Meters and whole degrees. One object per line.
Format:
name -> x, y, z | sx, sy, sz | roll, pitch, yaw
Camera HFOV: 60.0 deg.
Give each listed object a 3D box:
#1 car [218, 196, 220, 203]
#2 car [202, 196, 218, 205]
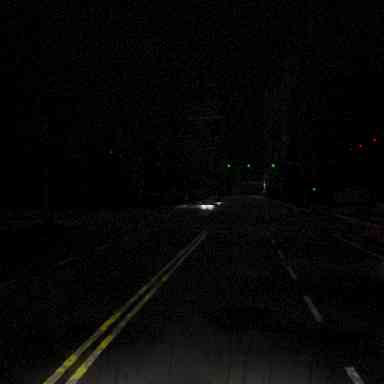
car -> 5.585, 1.664, 77.749 | 1.882, 1.535, 5.008 | 1, 0, 9
car -> 3.039, 1.629, 62.461 | 2.128, 1.511, 4.902 | 1, 0, 10
